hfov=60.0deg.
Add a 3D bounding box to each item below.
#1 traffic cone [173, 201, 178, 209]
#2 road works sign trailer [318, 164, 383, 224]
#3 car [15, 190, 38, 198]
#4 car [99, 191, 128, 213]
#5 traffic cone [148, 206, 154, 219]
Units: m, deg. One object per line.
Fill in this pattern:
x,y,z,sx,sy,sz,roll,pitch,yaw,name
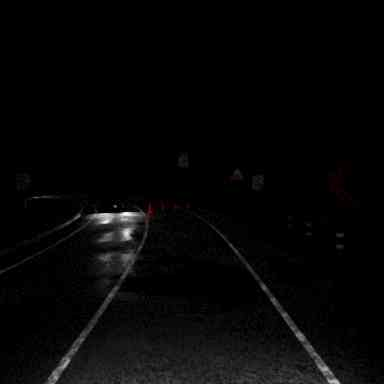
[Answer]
-1.298,1.018,26.160,0.340,0.580,0.340,-2,3,-7,traffic cone
7.272,0.476,15.005,2.380,2.880,3.560,38,3,-2,road works sign trailer
-29.285,0.333,58.972,4.718,1.301,1.895,-1,5,36,car
-6.132,0.691,25.922,1.837,1.490,4.892,-2,2,-17,car
-2.441,1.329,19.959,0.340,0.580,0.340,-1,3,-8,traffic cone
